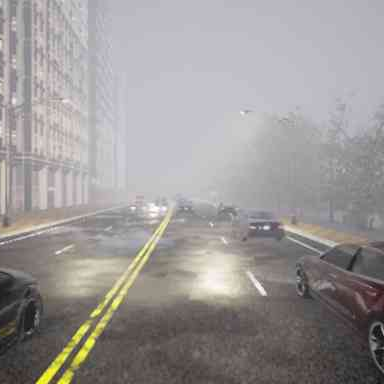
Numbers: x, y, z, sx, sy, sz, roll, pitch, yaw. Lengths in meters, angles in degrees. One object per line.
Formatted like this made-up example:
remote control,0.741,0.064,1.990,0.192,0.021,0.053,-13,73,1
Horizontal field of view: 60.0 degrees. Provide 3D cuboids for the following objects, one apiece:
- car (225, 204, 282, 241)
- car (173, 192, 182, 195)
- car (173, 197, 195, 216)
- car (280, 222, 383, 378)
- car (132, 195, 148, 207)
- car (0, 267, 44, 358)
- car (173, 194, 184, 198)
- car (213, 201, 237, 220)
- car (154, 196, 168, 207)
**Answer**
car,3.088,1.532,16.446,2.033,1.411,5.357,0,0,-1
car,-3.049,1.124,74.592,2.150,2.045,5.566,0,0,-5
car,-0.636,1.517,32.335,2.033,1.411,5.357,0,0,-2
car,3.231,1.498,5.420,2.163,1.488,4.792,0,0,0
car,-7.970,1.298,51.298,2.097,1.767,4.553,0,0,-3
car,-3.378,1.562,3.684,1.994,1.385,4.181,0,0,0
car,-1.857,1.491,59.228,1.994,1.385,4.181,0,0,-4
car,2.817,1.465,27.499,2.128,1.511,4.902,0,0,-2
car,-4.709,1.437,51.120,2.128,1.511,4.902,0,0,-3
